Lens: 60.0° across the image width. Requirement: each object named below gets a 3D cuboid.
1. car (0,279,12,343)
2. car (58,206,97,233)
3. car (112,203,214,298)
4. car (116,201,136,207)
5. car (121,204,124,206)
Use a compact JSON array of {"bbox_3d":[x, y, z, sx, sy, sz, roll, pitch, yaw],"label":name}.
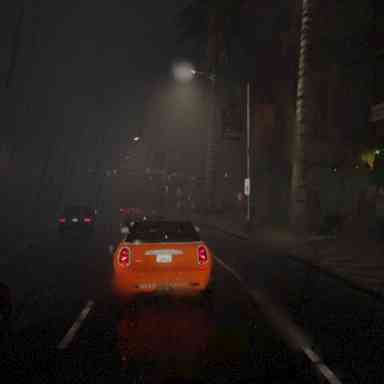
[{"bbox_3d":[-3.741,1.346,3.173,2.097,1.767,4.553,0,0,-1],"label":"car"},{"bbox_3d":[-6.709,1.514,19.705,2.033,1.411,5.357,0,0,-14],"label":"car"},{"bbox_3d":[-0.806,1.337,8.721,2.097,1.767,4.553,0,0,-7],"label":"car"},{"bbox_3d":[-5.193,1.480,27.245,1.812,1.442,4.674,0,0,-15],"label":"car"},{"bbox_3d":[-2.792,1.570,18.372,1.895,1.301,4.718,0,0,-14],"label":"car"}]
